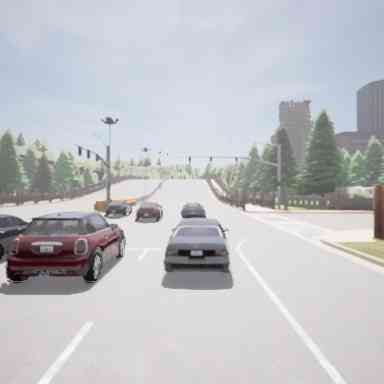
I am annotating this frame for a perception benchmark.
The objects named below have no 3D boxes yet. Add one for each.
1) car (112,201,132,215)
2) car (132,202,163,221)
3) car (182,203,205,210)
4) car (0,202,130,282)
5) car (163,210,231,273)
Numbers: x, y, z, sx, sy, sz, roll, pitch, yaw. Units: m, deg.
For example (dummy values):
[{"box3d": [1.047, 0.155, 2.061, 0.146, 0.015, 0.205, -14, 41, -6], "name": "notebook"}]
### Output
[{"box3d": [-6.899, 1.535, 31.637, 1.812, 1.442, 4.674, 0, 0, 0], "name": "car"}, {"box3d": [-3.399, 1.534, 27.077, 1.812, 1.442, 4.674, 0, 0, 0], "name": "car"}, {"box3d": [0.102, 1.573, 28.026, 1.994, 1.385, 4.181, 0, 0, 0], "name": "car"}, {"box3d": [-3.400, 1.355, 9.916, 2.097, 1.767, 4.553, 0, 0, 0], "name": "car"}, {"box3d": [0.243, 1.551, 10.687, 2.033, 1.411, 5.357, 0, 0, 3], "name": "car"}]
